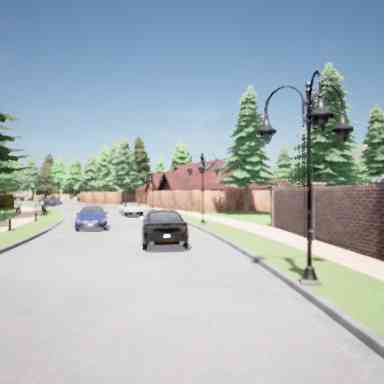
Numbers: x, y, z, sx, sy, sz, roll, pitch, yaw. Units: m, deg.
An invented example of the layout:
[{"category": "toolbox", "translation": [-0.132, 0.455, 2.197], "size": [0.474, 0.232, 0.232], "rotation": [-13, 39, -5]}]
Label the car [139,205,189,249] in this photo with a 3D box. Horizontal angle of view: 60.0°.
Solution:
[{"category": "car", "translation": [-1.335, 1.535, 15.080], "size": [1.882, 1.535, 5.008], "rotation": [0, 0, -9]}]

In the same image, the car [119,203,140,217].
[{"category": "car", "translation": [-6.199, 1.741, 33.614], "size": [1.895, 1.301, 4.718], "rotation": [0, 0, -20]}]

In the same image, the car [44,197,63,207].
[{"category": "car", "translation": [-24.541, 1.658, 58.933], "size": [2.097, 1.767, 4.553], "rotation": [0, 0, -38]}]

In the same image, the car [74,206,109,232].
[{"category": "car", "translation": [-6.295, 1.624, 21.097], "size": [1.812, 1.442, 4.674], "rotation": [0, 0, -14]}]
